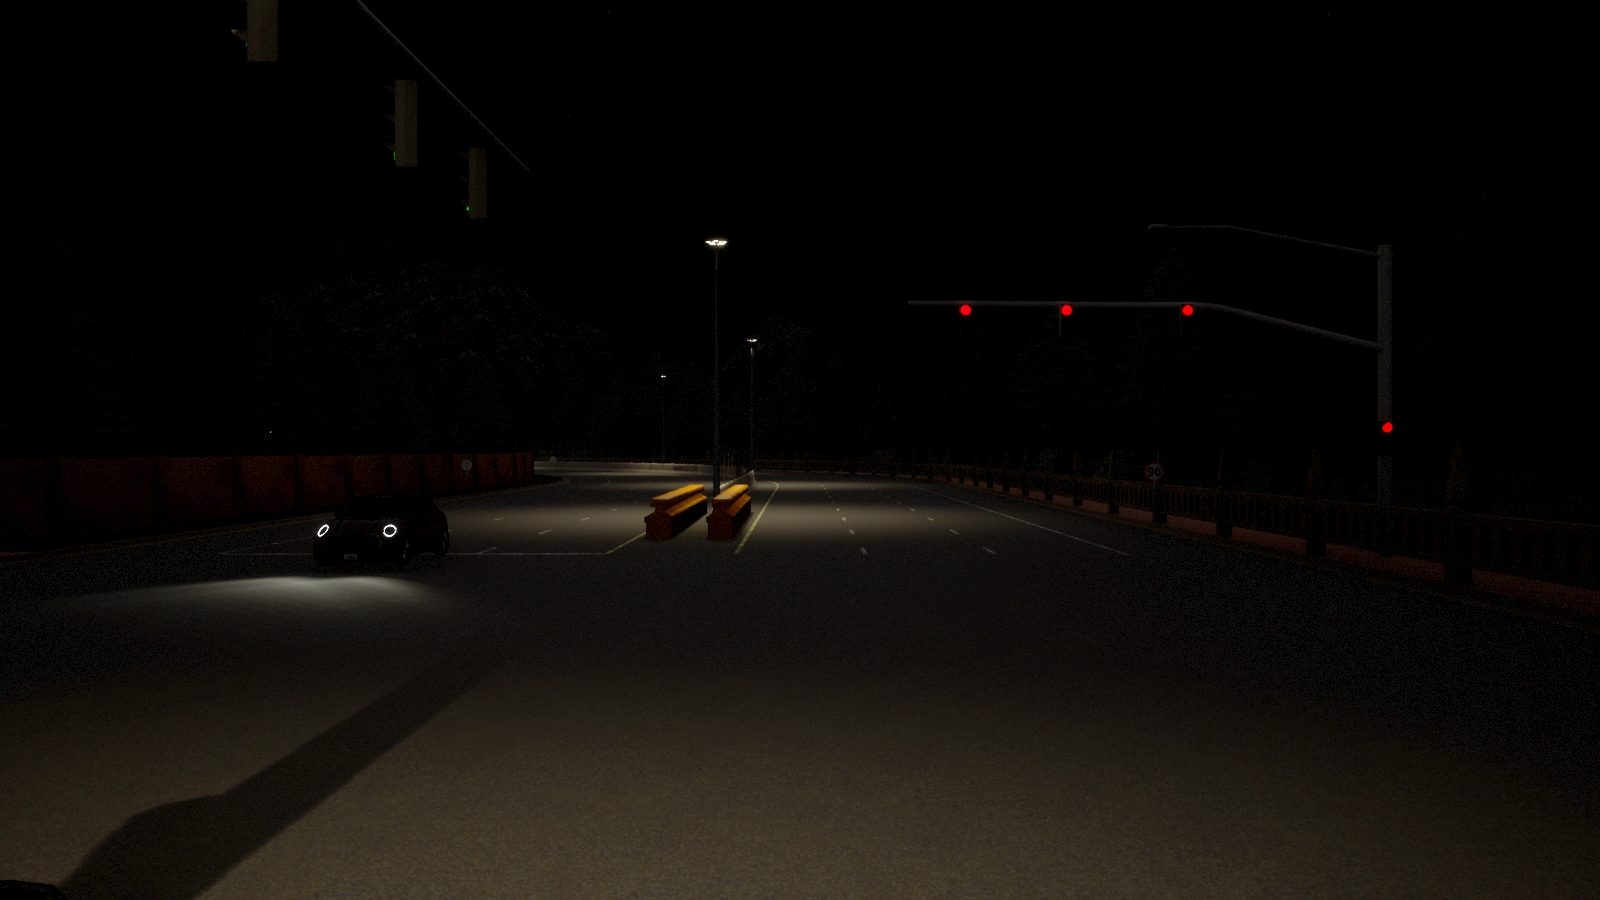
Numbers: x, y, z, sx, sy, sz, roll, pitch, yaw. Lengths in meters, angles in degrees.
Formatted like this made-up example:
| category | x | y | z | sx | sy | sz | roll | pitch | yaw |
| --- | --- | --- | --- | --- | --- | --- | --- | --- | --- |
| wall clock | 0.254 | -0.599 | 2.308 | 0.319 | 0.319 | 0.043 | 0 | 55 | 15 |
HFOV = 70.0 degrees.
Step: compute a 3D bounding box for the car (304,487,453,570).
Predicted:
| category | x | y | z | sx | sy | sz | roll | pitch | yaw |
| --- | --- | --- | --- | --- | --- | --- | --- | --- | --- |
| car | -10.504 | 1.906 | 28.861 | 2.097 | 1.767 | 4.553 | 0 | 0 | 0 |
